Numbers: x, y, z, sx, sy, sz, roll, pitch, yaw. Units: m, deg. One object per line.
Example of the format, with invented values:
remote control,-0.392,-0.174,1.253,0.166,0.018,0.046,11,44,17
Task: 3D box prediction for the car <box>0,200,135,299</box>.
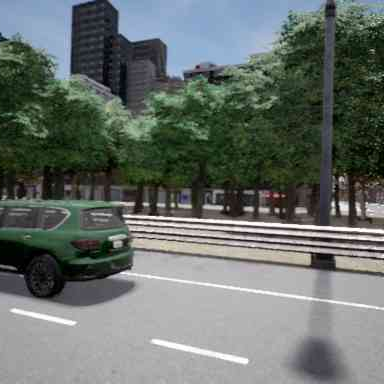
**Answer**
car,-4.139,1.198,8.483,5.566,2.045,2.150,2,-1,22
